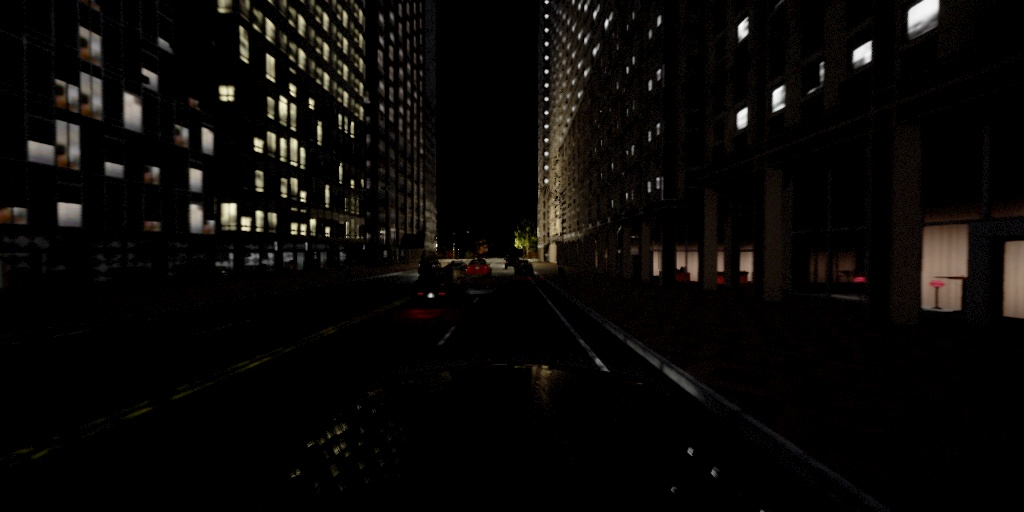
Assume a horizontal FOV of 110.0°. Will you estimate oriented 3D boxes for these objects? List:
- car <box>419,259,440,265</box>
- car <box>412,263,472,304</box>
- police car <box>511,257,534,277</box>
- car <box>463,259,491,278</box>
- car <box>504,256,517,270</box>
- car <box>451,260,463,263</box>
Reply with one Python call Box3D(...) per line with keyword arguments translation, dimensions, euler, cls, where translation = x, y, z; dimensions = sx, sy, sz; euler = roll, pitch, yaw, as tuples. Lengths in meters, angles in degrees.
Box3D(translation=(-9.816, 1.098, 43.068), dimensions=(2.097, 1.767, 4.553), euler=(0, 0, 0), cls="car")
Box3D(translation=(-3.149, 1.259, 16.318), dimensions=(1.837, 1.490, 4.892), euler=(0, 1, 0), cls="car")
Box3D(translation=(1.141, 1.175, 35.635), dimensions=(1.930, 1.638, 5.238), euler=(0, 0, 0), cls="police car")
Box3D(translation=(-3.146, 1.100, 34.613), dimensions=(2.097, 1.767, 4.553), euler=(0, 0, 0), cls="car")
Box3D(translation=(0.007, 0.964, 53.789), dimensions=(2.150, 2.045, 5.566), euler=(0, 0, 0), cls="car")
Box3D(translation=(-6.568, 1.236, 42.696), dimensions=(2.128, 1.511, 4.902), euler=(0, 0, 0), cls="car")
